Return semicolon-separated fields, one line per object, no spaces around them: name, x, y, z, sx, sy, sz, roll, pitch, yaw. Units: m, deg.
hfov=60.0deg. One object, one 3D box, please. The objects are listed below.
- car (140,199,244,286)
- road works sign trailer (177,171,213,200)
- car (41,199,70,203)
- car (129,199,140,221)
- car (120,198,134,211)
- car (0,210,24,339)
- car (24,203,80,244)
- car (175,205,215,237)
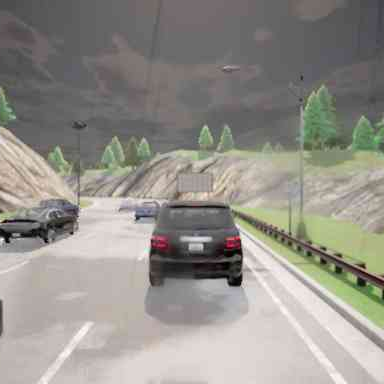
car;0.096;1.207;9.462;2.150;2.045;5.566;0;0;0
road works sign trailer;0.209;0.431;22.172;2.380;3.560;2.880;0;0;0
car;-10.419;1.312;26.038;2.097;1.767;4.553;0;0;0
car;-3.416;1.507;26.979;2.033;1.411;5.357;0;0;0
car;-7.561;1.466;40.057;1.812;1.442;4.674;0;0;-5
car;-3.396;1.219;1.743;2.150;2.045;5.566;0;0;0
car;-6.903;1.468;15.542;2.128;1.511;4.902;0;0;0
car;0.132;1.530;18.676;1.994;1.385;4.181;0;0;-1
